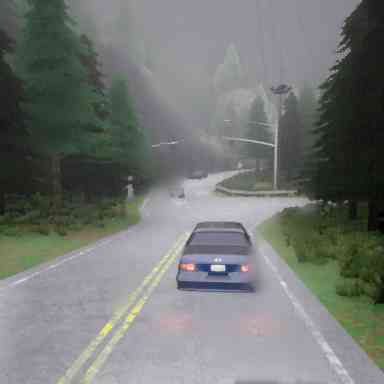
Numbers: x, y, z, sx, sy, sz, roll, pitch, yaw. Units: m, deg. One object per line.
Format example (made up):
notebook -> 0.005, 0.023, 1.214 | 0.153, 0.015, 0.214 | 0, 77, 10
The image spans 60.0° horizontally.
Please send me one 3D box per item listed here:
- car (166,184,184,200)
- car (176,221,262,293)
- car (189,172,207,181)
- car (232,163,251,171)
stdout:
car -> -2.073, -0.094, 40.168 | 2.128, 1.511, 4.902 | -3, 9, -7
car -> 0.736, 1.496, 8.909 | 2.033, 1.411, 5.357 | 0, 0, 5
car -> 1.092, -2.760, 56.830 | 1.895, 1.301, 4.718 | 2, 9, 20
car -> 10.456, -5.249, 69.933 | 4.892, 1.490, 1.837 | -10, 10, -39
